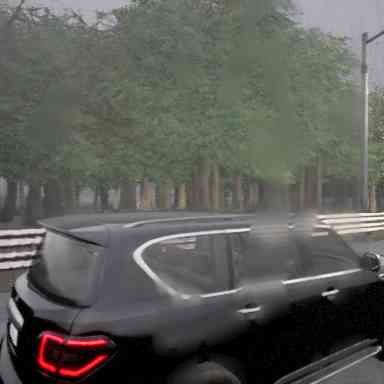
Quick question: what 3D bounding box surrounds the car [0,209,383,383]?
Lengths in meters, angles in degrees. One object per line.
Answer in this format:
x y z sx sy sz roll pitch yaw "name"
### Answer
0.753 1.249 4.239 5.566 2.045 2.150 1 0 -35 "car"
